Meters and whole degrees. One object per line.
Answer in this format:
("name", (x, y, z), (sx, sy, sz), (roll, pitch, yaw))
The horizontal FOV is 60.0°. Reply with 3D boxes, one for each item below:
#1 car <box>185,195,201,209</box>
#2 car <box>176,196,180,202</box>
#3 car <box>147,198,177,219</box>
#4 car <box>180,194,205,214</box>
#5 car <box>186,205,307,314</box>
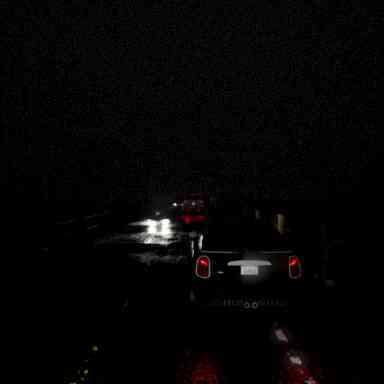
("car", (0.133, 1.358, 46.319), (2.097, 1.767, 4.553), (0, 0, 0))
("car", (-2.576, 1.528, 67.422), (1.837, 1.490, 4.892), (0, 0, 0))
("car", (-2.774, 1.489, 29.324), (2.128, 1.511, 4.902), (0, 0, 0))
("car", (0.167, 1.221, 35.822), (2.150, 2.045, 5.566), (0, 0, 0))
("car", (0.981, 1.348, 7.760), (2.097, 1.767, 4.553), (0, 0, 0))
